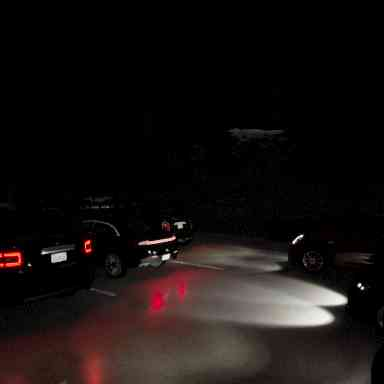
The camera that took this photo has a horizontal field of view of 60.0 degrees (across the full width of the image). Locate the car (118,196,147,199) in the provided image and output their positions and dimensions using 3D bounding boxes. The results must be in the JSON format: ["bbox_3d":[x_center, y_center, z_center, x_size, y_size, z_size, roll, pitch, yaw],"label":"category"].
[{"bbox_3d":[-8.682,1.404,49.869,4.902,1.511,2.128,0,0,-41],"label":"car"}]

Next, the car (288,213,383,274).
[{"bbox_3d":[5.001,1.352,9.025,4.553,1.767,2.097,0,0,36],"label":"car"}]

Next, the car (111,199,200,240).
[{"bbox_3d":[-2.185,1.351,14.108,4.553,1.767,2.097,0,0,35],"label":"car"}]

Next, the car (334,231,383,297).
[{"bbox_3d":[4.627,1.564,4.981,4.181,1.385,1.994,0,0,36],"label":"car"}]

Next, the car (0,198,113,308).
[{"bbox_3d":[-4.530,1.221,7.213,5.566,2.045,2.150,0,0,33],"label":"car"}]

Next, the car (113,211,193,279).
[{"bbox_3d":[-2.645,1.491,10.139,4.902,1.511,2.128,0,0,36],"label":"car"}]

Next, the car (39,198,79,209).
[{"bbox_3d":[-18.132,1.491,45.540,1.895,1.301,4.718,0,0,43],"label":"car"}]

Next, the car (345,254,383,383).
[{"bbox_3d":[3.575,1.474,1.437,5.008,1.535,1.882,0,0,35],"label":"car"}]

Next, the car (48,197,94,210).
[{"bbox_3d":[-15.635,1.453,43.170,2.033,1.411,5.357,0,0,40],"label":"car"}]
